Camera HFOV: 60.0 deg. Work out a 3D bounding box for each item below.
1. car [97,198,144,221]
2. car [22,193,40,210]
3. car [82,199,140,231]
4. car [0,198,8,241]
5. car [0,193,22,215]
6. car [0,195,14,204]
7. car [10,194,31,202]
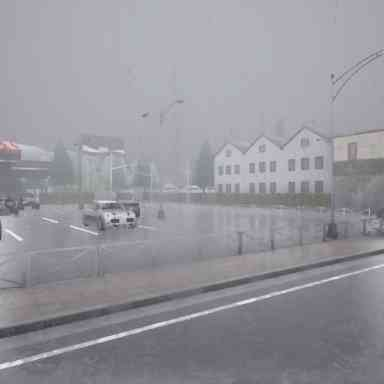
[{"bbox_3d":[-5.708,1.313,26.250,2.007,1.523,4.514,0,0,-36],"label":"car"},{"bbox_3d":[-19.063,1.092,38.687,1.905,1.878,3.866,0,0,-36],"label":"car"},{"bbox_3d":[-4.598,1.248,18.384,1.970,1.475,3.806,0,0,-36],"label":"car"},{"bbox_3d":[-9.636,1.169,14.395,2.152,1.636,5.027,0,0,-36],"label":"car"},{"bbox_3d":[-17.171,1.113,30.372,1.932,1.855,4.605,0,0,-36],"label":"car"},{"bbox_3d":[-38.355,1.495,66.689,4.611,1.667,2.242,0,0,-36],"label":"car"},{"bbox_3d":[-38.110,1.328,73.817,3.866,1.878,1.905,0,0,-36],"label":"car"}]
